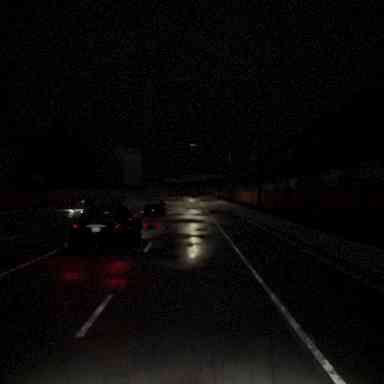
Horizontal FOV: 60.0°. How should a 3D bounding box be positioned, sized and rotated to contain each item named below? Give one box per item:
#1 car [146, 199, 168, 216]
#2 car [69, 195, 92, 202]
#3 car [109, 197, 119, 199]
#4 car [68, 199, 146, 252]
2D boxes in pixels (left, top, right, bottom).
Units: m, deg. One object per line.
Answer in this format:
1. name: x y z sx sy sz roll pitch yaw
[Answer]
1. car: -3.449 1.436 31.634 1.812 1.442 4.674 0 0 0
2. car: -14.154 1.212 42.695 2.097 1.767 4.553 0 0 0
3. car: -10.652 1.414 45.334 1.994 1.385 4.181 0 0 0
4. car: -3.423 1.344 13.958 2.097 1.767 4.553 0 0 0
